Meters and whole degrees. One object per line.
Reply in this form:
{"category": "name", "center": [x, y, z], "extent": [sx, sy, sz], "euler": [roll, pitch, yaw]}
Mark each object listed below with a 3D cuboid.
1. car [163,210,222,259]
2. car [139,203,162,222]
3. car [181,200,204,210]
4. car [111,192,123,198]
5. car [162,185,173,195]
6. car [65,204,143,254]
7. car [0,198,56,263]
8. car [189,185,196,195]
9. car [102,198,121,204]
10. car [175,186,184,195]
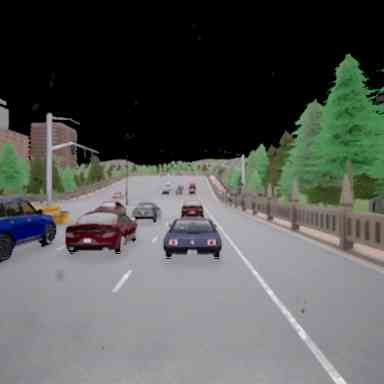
{"category": "car", "center": [0.040, 1.594, 12.583], "extent": [1.895, 1.301, 4.718], "euler": [0, 0, 1]}
{"category": "car", "center": [-3.479, 1.535, 26.024], "extent": [2.033, 1.411, 5.357], "euler": [0, 0, 0]}
{"category": "car", "center": [0.054, 1.463, 29.386], "extent": [1.882, 1.535, 5.008], "euler": [0, 0, 1]}
{"category": "car", "center": [-17.470, 0.769, 77.673], "extent": [2.097, 1.767, 4.553], "euler": [0, 3, 0]}
{"category": "car", "center": [-6.909, -0.091, 88.611], "extent": [1.837, 1.490, 4.892], "euler": [0, 7, 0]}
{"category": "car", "center": [-3.451, 1.471, 13.532], "extent": [1.882, 1.535, 5.008], "euler": [0, 0, 1]}
{"category": "car", "center": [-6.967, 1.217, 12.064], "extent": [2.150, 2.045, 5.566], "euler": [0, 0, 1]}
{"category": "car", "center": [0.091, -0.091, 88.572], "extent": [1.837, 1.490, 4.892], "euler": [0, 7, 0]}
{"category": "car", "center": [-6.950, 1.511, 28.877], "extent": [1.812, 1.442, 4.674], "euler": [0, 0, 1]}
{"category": "car", "center": [-3.411, -0.010, 88.181], "extent": [2.033, 1.411, 5.357], "euler": [0, 7, 0]}
